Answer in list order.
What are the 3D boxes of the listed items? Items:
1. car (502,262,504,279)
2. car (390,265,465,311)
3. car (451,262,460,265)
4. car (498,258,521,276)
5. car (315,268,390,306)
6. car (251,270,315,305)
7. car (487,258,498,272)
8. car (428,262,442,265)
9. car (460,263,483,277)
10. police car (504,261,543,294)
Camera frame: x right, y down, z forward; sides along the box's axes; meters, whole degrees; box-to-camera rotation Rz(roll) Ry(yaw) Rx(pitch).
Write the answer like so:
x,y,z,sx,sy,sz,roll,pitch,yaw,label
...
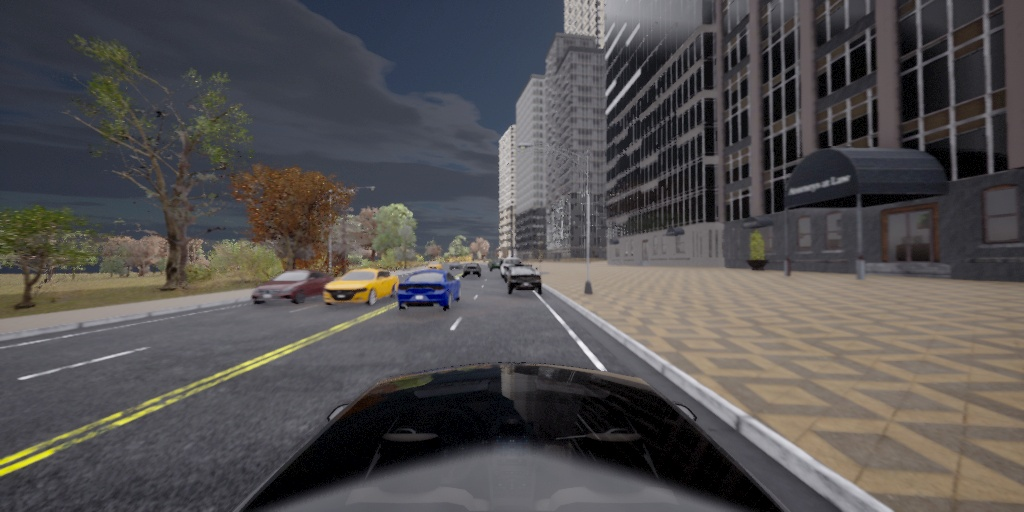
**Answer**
x,y,z,sx,sy,sz,roll,pitch,yaw,label
0.275,1.466,31.466,1.812,1.442,4.674,0,0,-3,car
-3.315,1.315,15.134,1.882,1.535,5.008,0,0,-1,car
-9.076,1.700,57.955,2.033,1.411,5.357,0,0,-4,car
-0.041,1.208,37.547,2.150,2.045,5.566,0,0,-3,car
-6.798,1.330,16.663,1.882,1.535,5.008,0,0,-1,car
-10.056,1.385,16.984,1.812,1.442,4.674,0,0,-1,car
-2.325,1.353,55.905,2.150,2.045,5.566,0,0,-5,car
-12.322,1.628,57.597,1.882,1.535,5.008,0,0,-5,car
-4.301,1.507,39.422,1.837,1.490,4.892,0,0,-3,car
0.667,1.299,21.491,1.930,1.638,5.238,0,0,-2,police car
